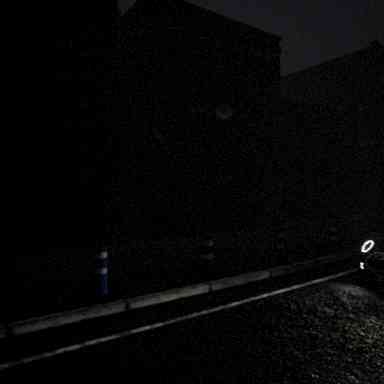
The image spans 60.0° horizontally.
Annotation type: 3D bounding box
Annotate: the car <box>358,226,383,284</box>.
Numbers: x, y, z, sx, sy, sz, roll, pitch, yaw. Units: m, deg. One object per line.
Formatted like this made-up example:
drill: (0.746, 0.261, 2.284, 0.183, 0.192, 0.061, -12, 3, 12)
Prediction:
car: (6.179, 1.264, 8.401, 4.553, 1.767, 2.097, -1, 1, -35)
